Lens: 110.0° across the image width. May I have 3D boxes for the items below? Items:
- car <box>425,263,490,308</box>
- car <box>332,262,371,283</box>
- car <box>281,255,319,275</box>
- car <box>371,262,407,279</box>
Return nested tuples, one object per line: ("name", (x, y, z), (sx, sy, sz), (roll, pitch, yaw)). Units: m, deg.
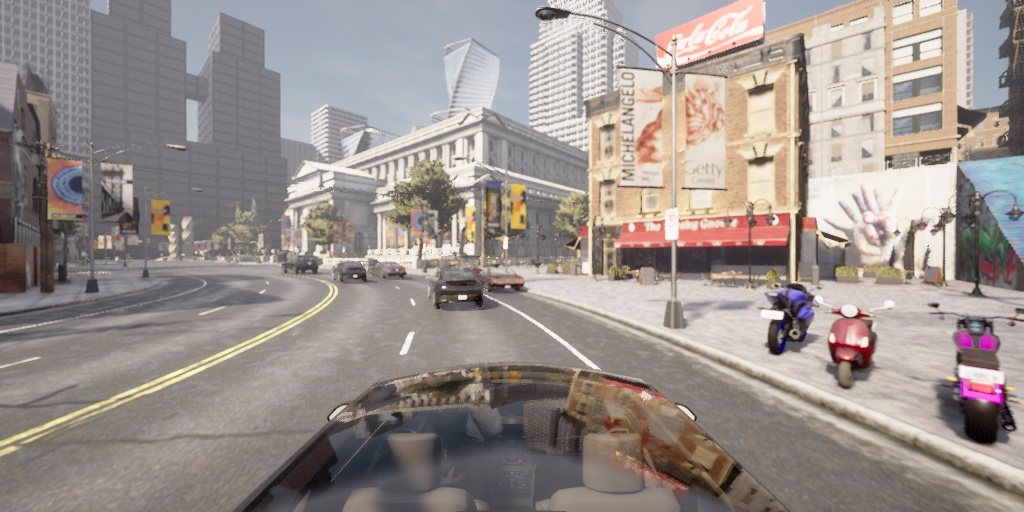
("car", (-2.495, 1.220, 15.158), (1.837, 1.490, 4.892), (0, 0, -17))
("car", (-12.647, 1.196, 27.779), (1.837, 1.490, 4.892), (0, 0, -34))
("car", (-23.014, 0.892, 38.918), (5.566, 2.045, 2.150), (0, 0, 41))
("car", (-11.071, 1.227, 31.673), (2.033, 1.411, 5.357), (0, 0, -38))
